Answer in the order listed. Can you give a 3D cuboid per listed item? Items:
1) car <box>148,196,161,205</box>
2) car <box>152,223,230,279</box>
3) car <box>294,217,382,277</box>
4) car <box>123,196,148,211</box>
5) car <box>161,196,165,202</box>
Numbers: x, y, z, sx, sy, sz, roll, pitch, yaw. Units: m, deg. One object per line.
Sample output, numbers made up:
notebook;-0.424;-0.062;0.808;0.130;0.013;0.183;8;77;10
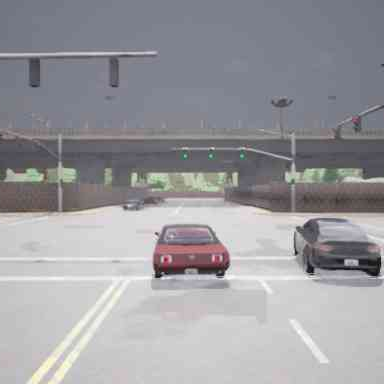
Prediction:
car;-7.044;1.433;57.072;1.882;1.535;5.008;0;0;0
car;-0.201;1.586;10.067;1.895;1.301;4.718;0;0;-5
car;4.271;1.507;10.255;1.812;1.442;4.674;0;1;11
car;-7.084;1.460;40.295;2.128;1.511;4.902;0;0;0
car;-6.991;1.485;71.892;1.994;1.385;4.181;0;0;0
